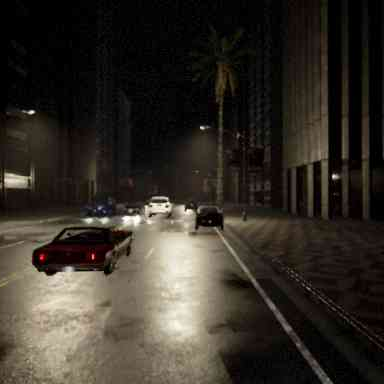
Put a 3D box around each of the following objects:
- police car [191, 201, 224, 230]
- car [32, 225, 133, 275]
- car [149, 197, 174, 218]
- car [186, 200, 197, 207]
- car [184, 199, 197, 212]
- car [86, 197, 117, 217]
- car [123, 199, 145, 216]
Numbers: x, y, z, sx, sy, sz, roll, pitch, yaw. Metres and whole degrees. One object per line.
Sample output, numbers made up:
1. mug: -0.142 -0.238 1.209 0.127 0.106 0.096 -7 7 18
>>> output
1. police car: 1.117 1.654 23.156 1.930 1.638 5.238 0 -1 0
2. car: -3.161 1.706 10.748 1.895 1.301 4.718 0 -1 0
3. car: -3.181 1.569 34.681 2.150 2.045 5.566 0 -1 0
4. car: -0.059 2.232 65.813 2.033 1.411 5.357 0 -1 0
5. car: 0.017 1.836 47.552 2.097 1.767 4.553 0 -1 0
6. car: -9.875 1.590 36.669 2.150 2.045 5.566 0 0 0
7. car: -6.625 1.879 38.379 2.128 1.511 4.902 0 -1 0
